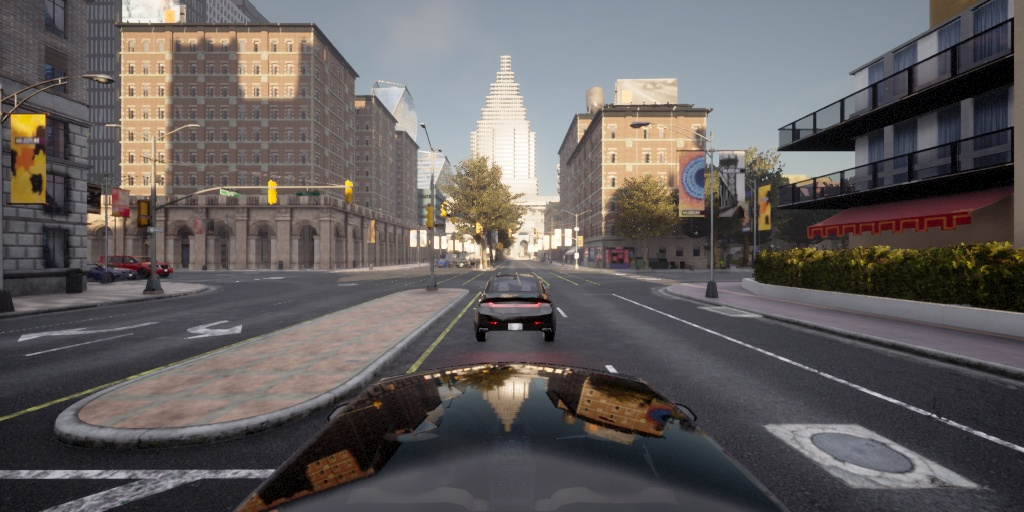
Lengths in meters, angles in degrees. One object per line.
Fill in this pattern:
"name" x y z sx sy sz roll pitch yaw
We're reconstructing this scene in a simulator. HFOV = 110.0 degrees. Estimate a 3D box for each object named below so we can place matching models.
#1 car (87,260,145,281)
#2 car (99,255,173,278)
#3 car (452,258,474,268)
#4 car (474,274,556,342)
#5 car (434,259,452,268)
"car" -33.435 1.276 29.235 4.674 1.442 1.812 0 0 0
"car" -34.435 0.971 32.724 5.566 2.045 2.150 0 0 -2
"car" -8.045 1.241 59.624 2.128 1.511 4.902 0 0 0
"car" 0.081 1.241 9.806 2.128 1.511 4.902 0 0 0
"car" -11.541 1.227 60.040 1.882 1.535 5.008 0 0 0
